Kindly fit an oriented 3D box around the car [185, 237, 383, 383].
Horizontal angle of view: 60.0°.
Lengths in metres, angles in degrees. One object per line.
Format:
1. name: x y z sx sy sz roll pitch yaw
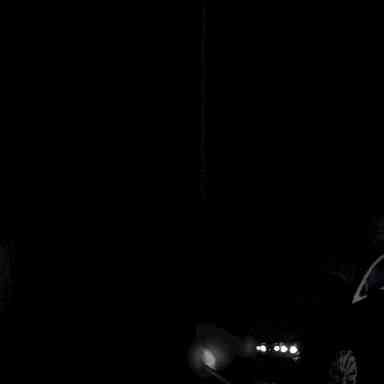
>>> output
1. car: 2.181 1.492 4.932 4.902 1.511 2.128 0 0 -35
